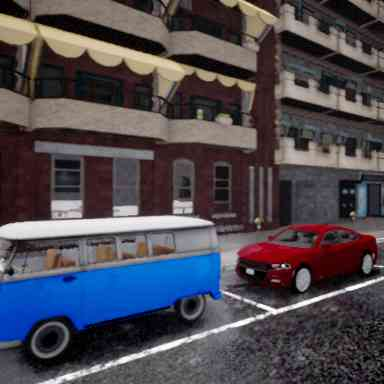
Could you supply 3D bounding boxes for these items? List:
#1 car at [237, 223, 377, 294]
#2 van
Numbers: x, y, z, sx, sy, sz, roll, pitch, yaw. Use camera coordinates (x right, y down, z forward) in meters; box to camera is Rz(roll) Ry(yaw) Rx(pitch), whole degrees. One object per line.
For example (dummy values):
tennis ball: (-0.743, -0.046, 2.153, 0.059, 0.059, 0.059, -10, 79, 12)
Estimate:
car: (3.141, 1.544, 8.800, 4.507, 1.381, 1.887, 0, 0, -36)
van: (-1.354, 1.341, 5.591, 3.998, 1.788, 1.690, 0, 0, -36)
